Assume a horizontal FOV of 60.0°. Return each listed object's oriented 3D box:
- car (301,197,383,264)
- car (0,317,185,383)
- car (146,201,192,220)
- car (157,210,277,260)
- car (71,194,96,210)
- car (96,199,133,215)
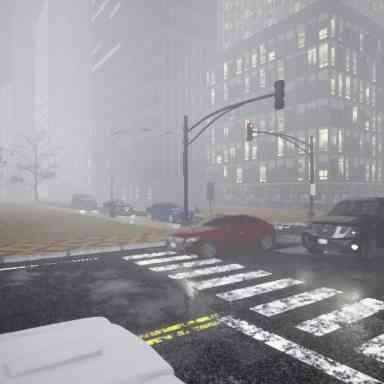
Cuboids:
[{"bbox_3d":[6.448,1.226,12.281,5.566,2.045,2.150,0,0,-36],"label":"car"},{"bbox_3d":[-2.245,1.601,1.841,4.718,1.301,1.895,0,0,-36],"label":"car"},{"bbox_3d":[-1.755,1.484,25.815,1.882,1.535,5.008,0,0,-36],"label":"car"},{"bbox_3d":[1.266,1.528,12.575,4.674,1.442,1.812,0,0,-36],"label":"car"},{"bbox_3d":[-14.135,1.227,43.367,2.150,2.045,5.566,0,0,-35],"label":"car"},{"bbox_3d":[-7.733,1.497,34.275,2.128,1.511,4.902,0,0,-35],"label":"car"}]
